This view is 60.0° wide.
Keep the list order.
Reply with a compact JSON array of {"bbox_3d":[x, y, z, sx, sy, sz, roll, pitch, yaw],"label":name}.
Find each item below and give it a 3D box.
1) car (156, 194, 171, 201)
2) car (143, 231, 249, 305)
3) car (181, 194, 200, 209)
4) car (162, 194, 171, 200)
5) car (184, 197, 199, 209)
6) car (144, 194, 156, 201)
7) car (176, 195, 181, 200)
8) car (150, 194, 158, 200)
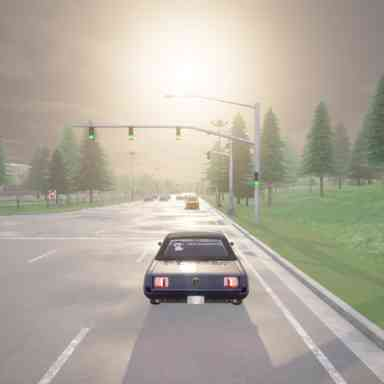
[{"bbox_3d":[-6.871,1.531,80.334,2.033,1.411,5.357,0,0,0],"label":"car"},{"bbox_3d":[0.092,1.601,8.035,1.895,1.301,4.718,0,0,0],"label":"car"},{"bbox_3d":[-0.074,1.095,46.170,1.882,1.535,5.008,-3,16,-4],"label":"car"},{"bbox_3d":[-6.854,1.372,90.754,2.033,1.411,5.357,0,0,0],"label":"car"},{"bbox_3d":[-0.014,1.576,49.703,2.033,1.411,5.357,-1,1,1],"label":"car"},{"bbox_3d":[-10.371,1.531,80.340,2.033,1.411,5.357,0,0,0],"label":"car"},{"bbox_3d":[-3.353,1.553,91.162,1.994,1.385,4.181,0,0,0],"label":"car"},{"bbox_3d":[-10.354,1.332,90.760,1.837,1.490,4.892,0,0,0],"label":"car"}]
